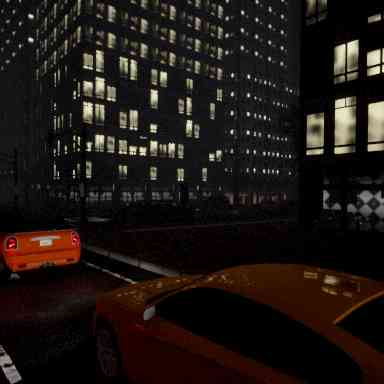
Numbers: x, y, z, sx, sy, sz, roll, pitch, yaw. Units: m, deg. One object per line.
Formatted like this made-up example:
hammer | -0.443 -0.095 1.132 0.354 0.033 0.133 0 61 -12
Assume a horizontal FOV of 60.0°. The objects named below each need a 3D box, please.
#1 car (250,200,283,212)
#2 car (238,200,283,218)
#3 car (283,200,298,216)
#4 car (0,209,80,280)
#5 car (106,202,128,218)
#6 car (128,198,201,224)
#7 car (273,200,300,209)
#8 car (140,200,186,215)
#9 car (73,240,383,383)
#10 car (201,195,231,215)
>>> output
car | 9.850 1.814 43.834 4.674 1.442 1.812 1 1 -39
car | 6.760 1.832 33.910 4.829 1.417 1.752 1 0 -39
car | 11.012 1.935 37.351 4.206 1.307 1.802 1 0 -39
car | -5.186 1.347 10.335 2.097 1.767 4.553 0 0 -40
car | -5.745 1.642 31.239 4.674 1.442 1.812 1 1 -38
car | -2.139 1.523 26.708 5.009 1.841 2.192 1 0 -39
car | 14.502 1.881 50.954 4.313 1.339 1.947 1 0 -39
car | -3.163 1.647 36.662 4.829 1.417 1.752 1 0 -39
car | 0.730 1.476 3.273 1.882 1.535 5.008 0 0 -40
car | 1.949 1.423 37.445 5.566 2.045 2.150 1 1 -39
